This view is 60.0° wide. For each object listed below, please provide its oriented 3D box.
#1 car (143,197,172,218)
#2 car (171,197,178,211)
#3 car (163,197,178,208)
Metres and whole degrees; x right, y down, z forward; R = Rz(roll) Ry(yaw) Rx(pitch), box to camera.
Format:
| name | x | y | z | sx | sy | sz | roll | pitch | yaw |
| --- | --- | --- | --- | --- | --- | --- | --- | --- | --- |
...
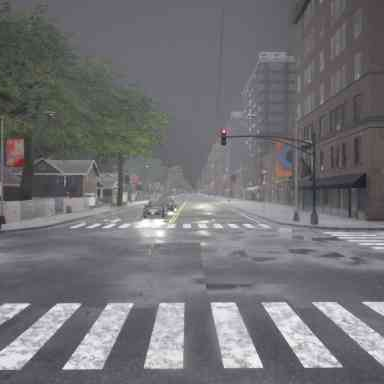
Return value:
| name | x | y | z | sx | sy | sz | roll | pitch | yaw |
| --- | --- | --- | --- | --- | --- | --- | --- | --- | --- |
| car | -3.252 | 1.500 | 30.209 | 2.128 | 1.511 | 4.902 | 0 | 0 | 0 |
| car | -3.218 | 1.367 | 39.943 | 2.097 | 1.767 | 4.553 | 0 | 0 | 1 |
| car | -3.181 | 1.548 | 49.901 | 1.812 | 1.442 | 4.674 | 0 | 0 | 0 |
